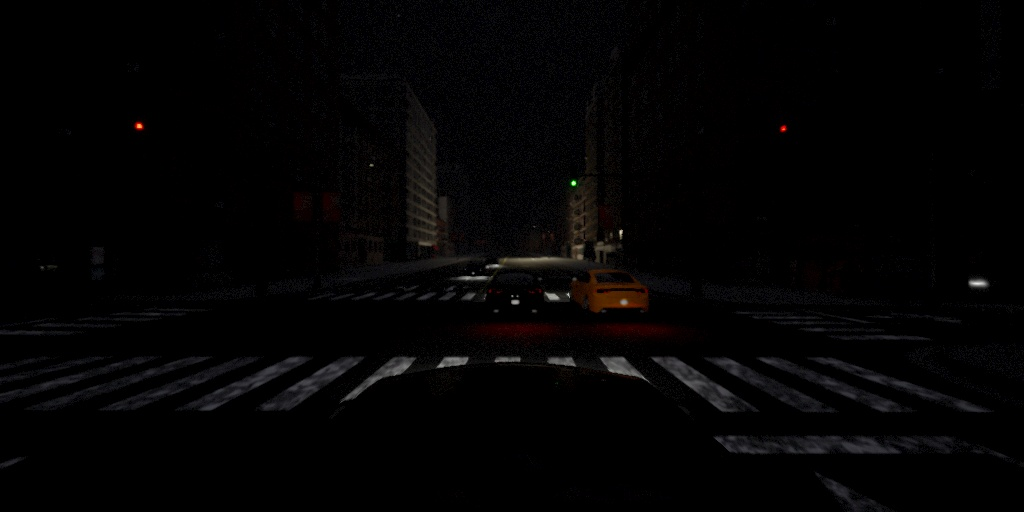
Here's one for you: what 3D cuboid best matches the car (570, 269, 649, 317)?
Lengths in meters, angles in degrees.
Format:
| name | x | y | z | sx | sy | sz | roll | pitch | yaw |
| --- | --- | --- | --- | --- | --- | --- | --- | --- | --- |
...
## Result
| name | x | y | z | sx | sy | sz | roll | pitch | yaw |
| --- | --- | --- | --- | --- | --- | --- | --- | --- | --- |
| car | 3.359 | 1.220 | 13.191 | 1.882 | 1.535 | 5.008 | 0 | 0 | 0 |

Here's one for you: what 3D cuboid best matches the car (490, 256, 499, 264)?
| name | x | y | z | sx | sy | sz | roll | pitch | yaw |
| --- | --- | --- | --- | --- | --- | --- | --- | --- | --- |
| car | -3.178 | 0.679 | 57.543 | 1.895 | 1.301 | 4.718 | 0 | 1 | 1 |

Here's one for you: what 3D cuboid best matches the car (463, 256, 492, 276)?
| name | x | y | z | sx | sy | sz | roll | pitch | yaw |
| --- | --- | --- | --- | --- | --- | --- | --- | --- | --- |
| car | -3.293 | 1.051 | 33.299 | 2.033 | 1.411 | 5.357 | 0 | 1 | 0 |

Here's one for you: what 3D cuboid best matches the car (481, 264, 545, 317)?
| name | x | y | z | sx | sy | sz | roll | pitch | yaw |
| --- | --- | --- | --- | --- | --- | --- | --- | --- | --- |
| car | 0.110 | 1.223 | 13.230 | 1.882 | 1.535 | 5.008 | 0 | 0 | 0 |
